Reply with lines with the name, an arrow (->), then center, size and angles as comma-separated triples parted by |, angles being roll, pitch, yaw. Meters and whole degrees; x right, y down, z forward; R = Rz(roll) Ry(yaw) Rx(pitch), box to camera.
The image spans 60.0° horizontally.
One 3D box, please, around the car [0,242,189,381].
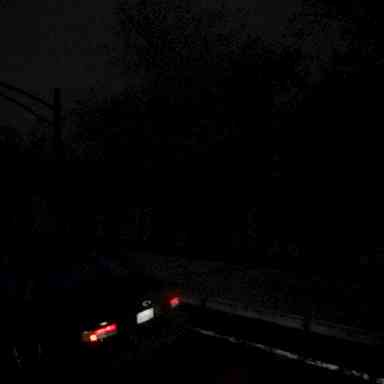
car -> -2.617, 1.588, 5.558 | 5.357, 1.411, 2.033 | -1, 0, 36
